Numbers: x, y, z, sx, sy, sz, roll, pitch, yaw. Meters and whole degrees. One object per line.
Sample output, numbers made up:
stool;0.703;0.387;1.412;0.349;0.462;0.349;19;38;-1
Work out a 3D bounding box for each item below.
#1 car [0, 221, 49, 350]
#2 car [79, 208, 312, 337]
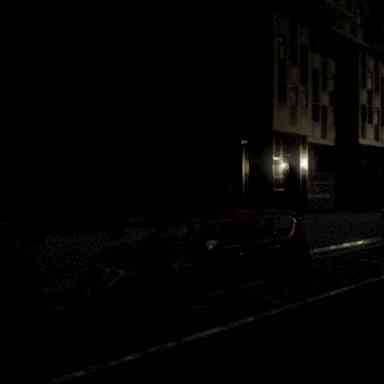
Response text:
car;-4.205;1.320;3.529;5.009;1.841;2.192;0;0;-36
car;0.381;1.300;6.812;5.009;1.841;2.192;0;0;-36
